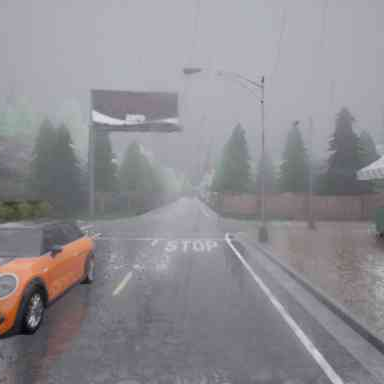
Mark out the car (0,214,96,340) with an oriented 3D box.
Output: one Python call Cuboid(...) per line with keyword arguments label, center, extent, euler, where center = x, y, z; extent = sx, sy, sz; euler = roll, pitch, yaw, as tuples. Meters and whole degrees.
Cuboid(label="car", center=(-3.571, 1.414, 6.826), extent=(2.097, 1.767, 4.553), euler=(0, 0, 0))
